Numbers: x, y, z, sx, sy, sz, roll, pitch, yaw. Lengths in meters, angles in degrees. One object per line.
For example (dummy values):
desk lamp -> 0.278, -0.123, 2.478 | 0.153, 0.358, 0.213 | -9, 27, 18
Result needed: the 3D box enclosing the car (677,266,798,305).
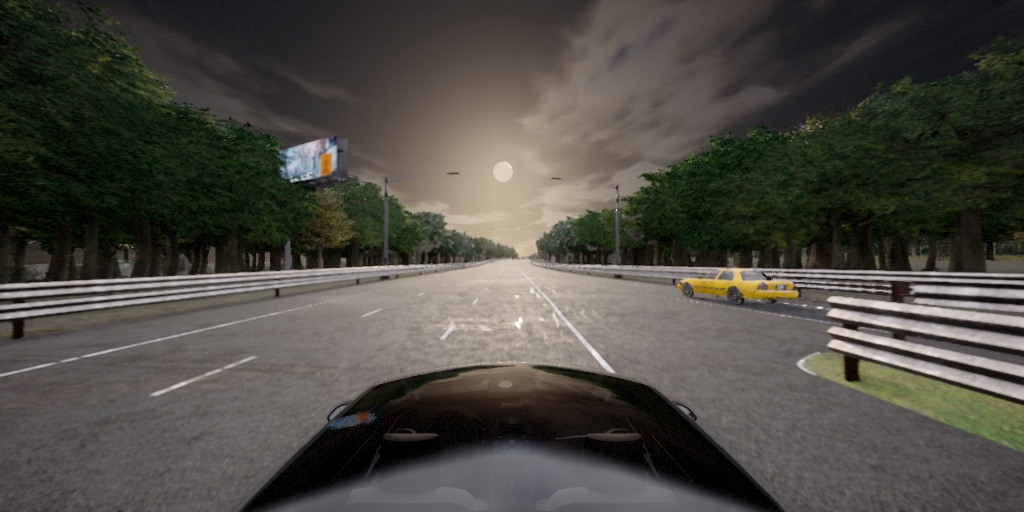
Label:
car -> 9.683, 1.221, 16.084 | 1.801, 1.575, 5.366 | 0, -1, -11
